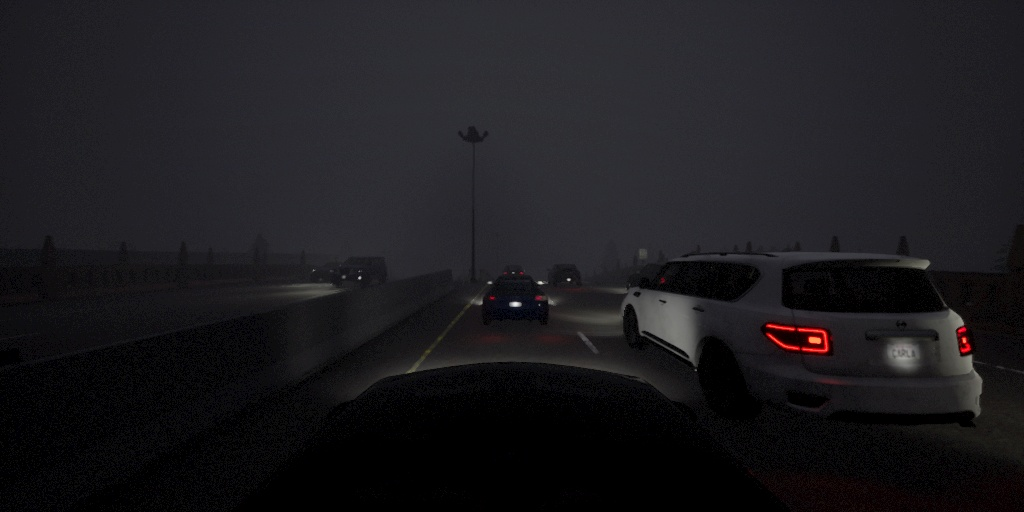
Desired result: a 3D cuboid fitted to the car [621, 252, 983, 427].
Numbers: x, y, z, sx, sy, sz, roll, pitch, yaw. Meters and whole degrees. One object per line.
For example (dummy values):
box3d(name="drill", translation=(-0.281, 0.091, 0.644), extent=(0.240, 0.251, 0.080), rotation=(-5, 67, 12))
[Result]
box3d(name="car", translation=(3.599, 0.971, 5.984), extent=(2.150, 2.045, 5.566), rotation=(0, 0, 0))

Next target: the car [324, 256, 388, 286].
box3d(name="car", translation=(-10.597, 1.010, 25.375), extent=(2.150, 2.045, 5.566), rotation=(0, -1, 0))

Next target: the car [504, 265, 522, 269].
box3d(name="car", translation=(0.095, 1.459, 29.746), extent=(2.033, 1.411, 5.357), rotation=(0, -2, 0))

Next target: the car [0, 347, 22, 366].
box3d(name="car", translation=(-7.100, 1.350, 2.223), extent=(1.895, 1.301, 4.718), rotation=(0, 0, 0))

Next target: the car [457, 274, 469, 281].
box3d(name="car", translation=(-7.019, 3.434, 53.306), extent=(2.128, 1.511, 4.902), rotation=(0, -7, 0))

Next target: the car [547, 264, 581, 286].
box3d(name="car", translation=(3.594, 1.288, 25.109), extent=(1.837, 1.490, 4.892), rotation=(0, -1, 0))

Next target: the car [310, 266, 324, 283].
box3d(name="car", translation=(-14.090, 1.226, 28.682), extent=(2.097, 1.767, 4.553), rotation=(0, -2, 0))

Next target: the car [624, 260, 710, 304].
box3d(name="car", translation=(7.097, 1.099, 17.057), extent=(2.097, 1.767, 4.553), rotation=(0, 0, 0))

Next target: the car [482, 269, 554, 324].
box3d(name="car", translation=(0.097, 1.311, 11.972), extent=(1.994, 1.385, 4.181), rotation=(0, 0, 0))
